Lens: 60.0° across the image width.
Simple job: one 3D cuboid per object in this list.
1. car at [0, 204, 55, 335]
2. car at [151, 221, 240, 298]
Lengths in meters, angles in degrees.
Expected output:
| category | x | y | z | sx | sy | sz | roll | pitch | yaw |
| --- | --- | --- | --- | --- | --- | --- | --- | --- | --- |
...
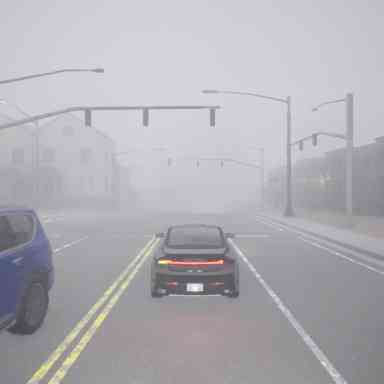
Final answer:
| category | x | y | z | sx | sy | sz | roll | pitch | yaw |
| --- | --- | --- | --- | --- | --- | --- | --- | --- | --- |
| car | -3.564 | 1.221 | 3.808 | 2.150 | 2.045 | 5.566 | 0 | 0 | 1 |
| car | 0.077 | 1.505 | 8.528 | 1.837 | 1.490 | 4.892 | 0 | 0 | 1 |
